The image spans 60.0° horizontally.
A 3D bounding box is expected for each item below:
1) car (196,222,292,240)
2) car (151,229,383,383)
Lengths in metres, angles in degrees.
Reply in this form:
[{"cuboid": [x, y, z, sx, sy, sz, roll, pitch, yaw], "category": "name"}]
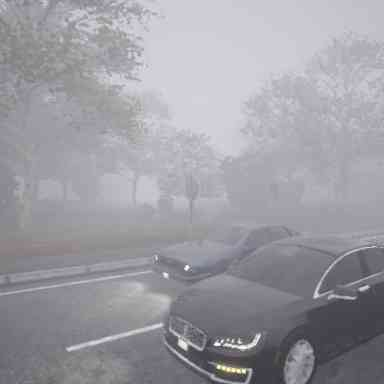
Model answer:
[{"cuboid": [1.576, 1.576, 9.320, 5.357, 1.411, 2.033, 0, 0, -35], "category": "car"}, {"cuboid": [1.884, 1.523, 5.269, 4.892, 1.490, 1.837, 0, 0, -35], "category": "car"}]
